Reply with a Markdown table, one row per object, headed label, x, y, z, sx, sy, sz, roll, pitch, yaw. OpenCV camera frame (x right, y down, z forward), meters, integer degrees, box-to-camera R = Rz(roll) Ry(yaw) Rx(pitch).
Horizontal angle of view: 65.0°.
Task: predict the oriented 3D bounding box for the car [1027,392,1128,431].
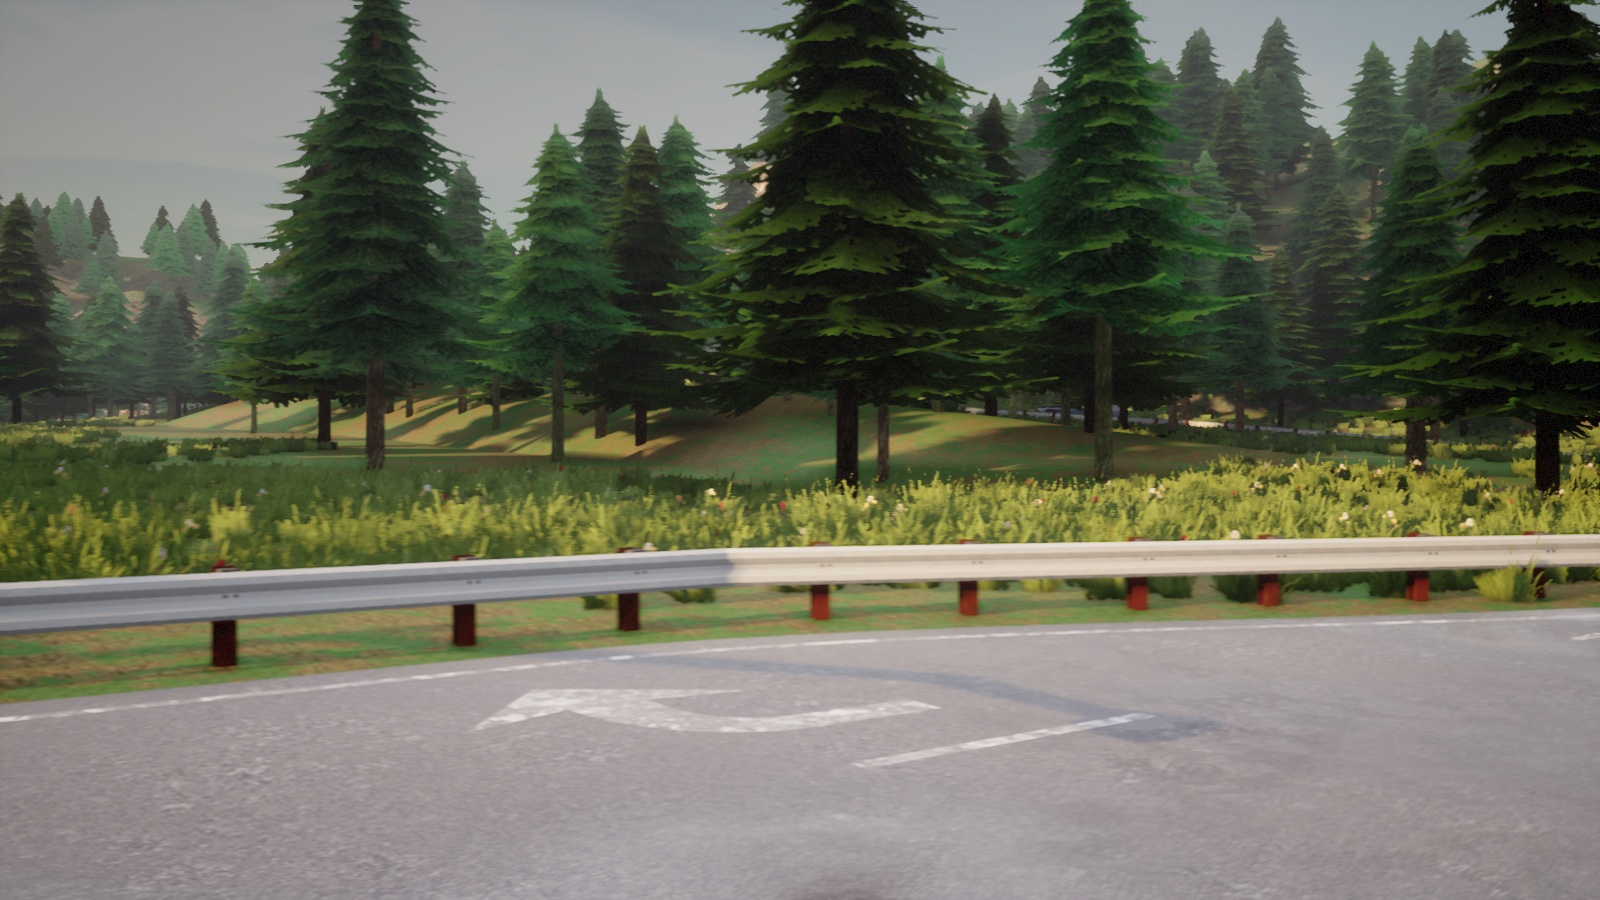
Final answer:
| label | x | y | z | sx | sy | sz | roll | pitch | yaw |
| --- | --- | --- | --- | --- | --- | --- | --- | --- | --- |
| car | 14.568 | -2.008 | 65.825 | 4.856 | 1.649 | 2.033 | 5 | 2 | 18 |
